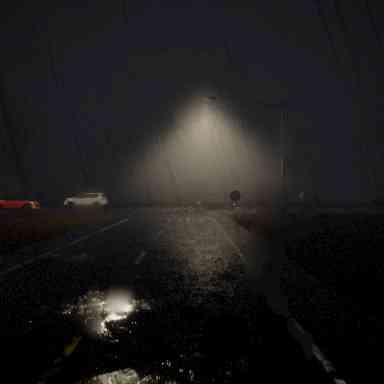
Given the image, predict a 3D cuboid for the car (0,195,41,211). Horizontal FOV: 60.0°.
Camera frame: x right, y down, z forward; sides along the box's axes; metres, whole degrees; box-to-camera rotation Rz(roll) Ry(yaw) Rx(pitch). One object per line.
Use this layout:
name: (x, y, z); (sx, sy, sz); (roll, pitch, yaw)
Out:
car: (-19.668, 1.251, 37.652); (4.553, 1.767, 2.097); (0, 0, -2)

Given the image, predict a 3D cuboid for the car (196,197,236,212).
car: (2.761, 1.329, 38.246); (4.553, 1.767, 2.097); (0, 0, -1)

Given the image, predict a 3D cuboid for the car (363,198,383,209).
car: (26.254, 1.624, 45.932); (4.892, 1.490, 1.837); (-1, 0, -2)

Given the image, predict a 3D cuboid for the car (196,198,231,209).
car: (2.902, 1.533, 45.258); (4.674, 1.442, 1.812); (0, 0, -1)

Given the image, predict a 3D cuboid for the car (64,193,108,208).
car: (-14.245, 1.137, 44.815); (5.566, 2.045, 2.150); (0, 0, -2)
